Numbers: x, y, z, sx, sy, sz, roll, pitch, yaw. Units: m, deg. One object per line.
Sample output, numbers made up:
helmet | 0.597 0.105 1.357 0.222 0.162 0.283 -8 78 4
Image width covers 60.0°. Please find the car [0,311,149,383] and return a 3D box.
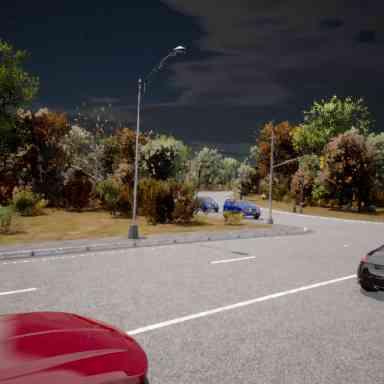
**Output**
car | -2.610 1.478 1.881 5.008 1.535 1.882 0 0 -36

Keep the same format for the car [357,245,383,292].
car | 5.815 1.666 7.949 4.181 1.385 1.994 1 -1 -35

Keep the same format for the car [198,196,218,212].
car | 1.942 1.696 46.767 2.150 2.045 5.566 3 1 -18

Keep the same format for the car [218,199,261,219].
car | 5.447 1.849 37.170 2.150 2.045 5.566 3 -1 -22
